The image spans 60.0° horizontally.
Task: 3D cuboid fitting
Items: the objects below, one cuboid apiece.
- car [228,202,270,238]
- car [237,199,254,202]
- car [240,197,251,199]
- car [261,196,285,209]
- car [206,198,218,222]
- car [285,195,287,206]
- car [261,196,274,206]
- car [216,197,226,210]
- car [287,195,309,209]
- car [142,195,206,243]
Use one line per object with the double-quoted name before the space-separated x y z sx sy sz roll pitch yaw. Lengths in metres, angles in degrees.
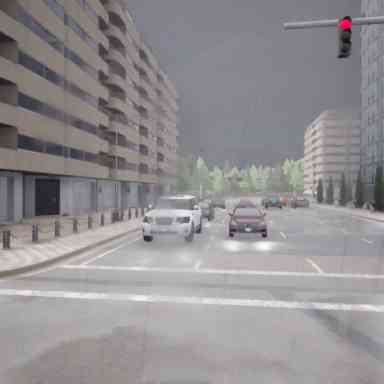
"car" 2.957 1.497 17.851 1.812 1.442 4.674 0 0 8
"car" 4.544 1.534 28.165 1.994 1.385 4.181 0 0 9
"car" 6.536 1.446 40.604 1.882 1.535 5.008 0 1 9
"car" 10.903 1.322 44.969 2.097 1.767 4.553 0 0 9
"car" 0.741 1.494 26.531 1.812 1.442 4.674 0 0 9
"car" 15.840 1.322 54.131 2.097 1.767 4.553 0 0 9
"car" 12.387 1.473 54.707 1.837 1.490 4.892 0 0 9
"car" 3.356 1.473 42.835 1.837 1.490 4.892 0 -1 9
"car" 14.311 1.463 44.141 2.128 1.511 4.902 0 0 10
"car" -0.786 1.191 16.461 2.150 2.045 5.566 0 0 8
